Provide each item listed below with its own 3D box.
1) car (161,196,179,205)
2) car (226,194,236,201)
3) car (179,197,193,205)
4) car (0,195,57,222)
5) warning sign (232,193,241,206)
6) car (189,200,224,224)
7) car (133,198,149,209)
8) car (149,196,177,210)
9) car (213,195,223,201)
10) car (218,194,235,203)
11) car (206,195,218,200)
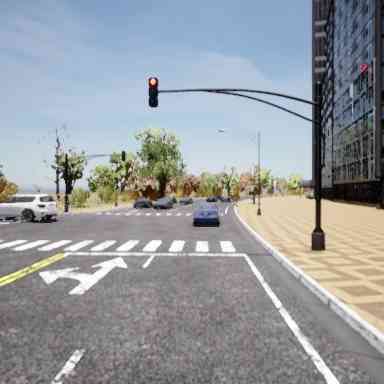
[{"bbox_3d":[-4.096,1.533,62.352,2.033,1.411,5.357,0,0,10],"label":"car"},{"bbox_3d":[9.569,1.365,80.351,1.837,1.490,4.892,0,0,14],"label":"car"},{"bbox_3d":[-1.025,1.536,61.086,2.033,1.411,5.357,0,0,10],"label":"car"},{"bbox_3d":[-13.298,1.221,25.816,5.566,2.045,2.150,0,-1,13],"label":"car"},{"bbox_3d":[6.458,1.108,48.394,1.300,1.860,1.060,0,0,8],"label":"warning sign"},{"bbox_3d":[1.132,1.540,24.644,2.033,1.411,5.357,0,0,4],"label":"car"},{"bbox_3d":[-6.673,1.550,45.734,1.994,1.385,4.181,0,0,8],"label":"car"},{"bbox_3d":[-3.701,1.535,43.497,2.033,1.411,5.357,0,0,7],"label":"car"},{"bbox_3d":[6.305,1.368,80.672,1.812,1.442,4.674,0,0,14],"label":"car"},{"bbox_3d":[7.380,1.515,70.366,2.128,1.511,4.902,0,0,12],"label":"car"},{"bbox_3d":[4.187,1.538,70.964,1.994,1.385,4.181,0,0,12],"label":"car"}]
